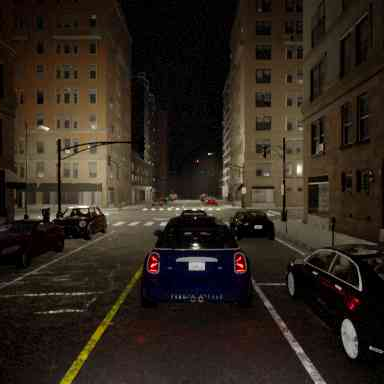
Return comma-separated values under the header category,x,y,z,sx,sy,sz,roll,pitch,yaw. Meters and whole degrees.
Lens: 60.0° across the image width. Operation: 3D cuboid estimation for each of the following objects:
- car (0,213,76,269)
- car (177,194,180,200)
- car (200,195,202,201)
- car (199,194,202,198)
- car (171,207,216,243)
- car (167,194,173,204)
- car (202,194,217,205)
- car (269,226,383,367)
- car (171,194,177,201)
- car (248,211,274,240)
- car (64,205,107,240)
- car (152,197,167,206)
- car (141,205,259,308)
category,x,y,z,sx,sy,sz,roll,pitch,yaw
car,-5.640,1.582,11.125,1.802,1.307,4.206,0,0,0
car,-5.306,1.457,91.589,2.192,1.841,5.009,0,0,0
car,3.094,1.607,64.509,2.008,1.369,4.403,0,0,0
car,3.143,1.525,75.327,1.967,1.590,4.097,0,0,0
car,0.091,1.565,16.673,1.994,1.385,4.181,0,0,1
car,-5.431,1.607,64.545,2.008,1.369,4.403,0,0,0
car,3.042,1.476,53.691,1.967,1.590,4.097,0,0,0
car,2.870,1.551,5.599,2.008,1.369,4.403,0,0,0
car,-5.356,1.626,80.601,1.752,1.417,4.829,0,0,0
car,2.902,1.567,16.601,1.947,1.339,4.313,0,0,0
car,-5.624,1.441,16.626,1.967,1.590,4.097,0,0,0
car,-5.482,1.618,53.729,1.802,1.307,4.206,0,0,0
car,0.101,1.352,8.090,2.097,1.767,4.553,0,0,0
